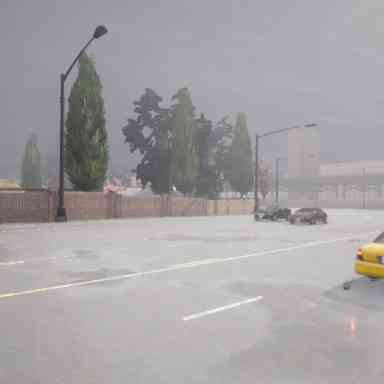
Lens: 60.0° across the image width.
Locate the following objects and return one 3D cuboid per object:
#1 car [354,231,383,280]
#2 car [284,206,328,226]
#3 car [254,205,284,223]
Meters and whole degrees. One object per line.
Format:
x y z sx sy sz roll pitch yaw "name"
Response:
6.294 1.523 9.001 5.366 1.575 1.801 1 -1 -41 "car"
9.684 1.936 27.346 1.812 1.442 4.674 0 -2 41 "car"
7.410 1.912 30.055 2.128 1.511 4.902 0 -2 40 "car"
